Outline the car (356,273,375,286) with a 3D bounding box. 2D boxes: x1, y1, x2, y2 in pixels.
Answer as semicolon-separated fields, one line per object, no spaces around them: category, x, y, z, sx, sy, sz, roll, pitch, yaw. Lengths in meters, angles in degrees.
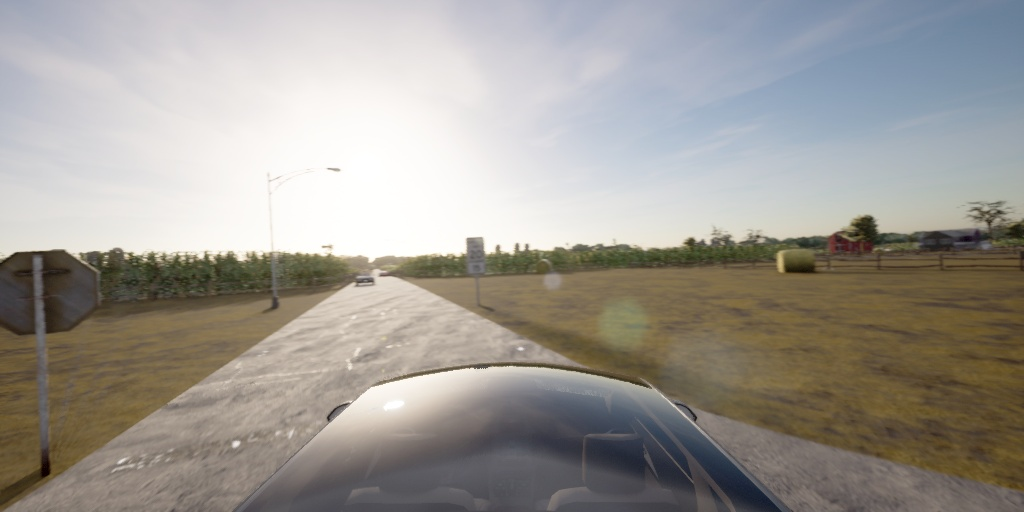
car;-17.129;2.677;42.003;1.994;1.385;4.181;-3;-1;-21
